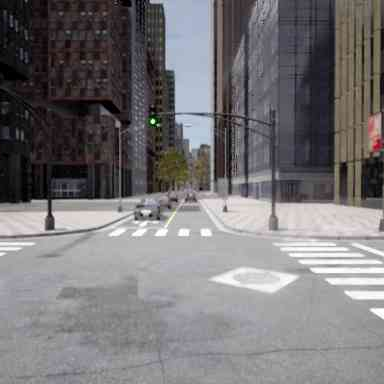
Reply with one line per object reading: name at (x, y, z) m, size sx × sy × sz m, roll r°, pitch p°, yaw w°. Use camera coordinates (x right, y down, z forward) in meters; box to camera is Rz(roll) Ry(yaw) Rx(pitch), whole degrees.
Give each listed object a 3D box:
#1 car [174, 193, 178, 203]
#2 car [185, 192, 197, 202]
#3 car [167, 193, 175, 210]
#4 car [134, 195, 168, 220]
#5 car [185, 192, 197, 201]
car at (-3.221, 0.937, 53.514) m, size 1.882 × 1.535 × 5.008 m, roll 0°, pitch 1°, yaw 0°
car at (-0.180, 0.968, 55.105) m, size 1.812 × 1.442 × 4.674 m, roll 0°, pitch 1°, yaw 0°
car at (-3.199, 1.153, 36.733) m, size 1.812 × 1.442 × 4.674 m, roll 0°, pitch 0°, yaw 0°
car at (-3.168, 1.237, 25.040) m, size 2.128 × 1.511 × 4.902 m, roll 0°, pitch 1°, yaw -1°
car at (-0.217, 0.835, 65.109) m, size 2.128 × 1.511 × 4.902 m, roll 0°, pitch 1°, yaw 0°
